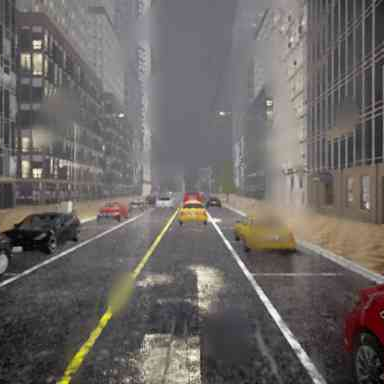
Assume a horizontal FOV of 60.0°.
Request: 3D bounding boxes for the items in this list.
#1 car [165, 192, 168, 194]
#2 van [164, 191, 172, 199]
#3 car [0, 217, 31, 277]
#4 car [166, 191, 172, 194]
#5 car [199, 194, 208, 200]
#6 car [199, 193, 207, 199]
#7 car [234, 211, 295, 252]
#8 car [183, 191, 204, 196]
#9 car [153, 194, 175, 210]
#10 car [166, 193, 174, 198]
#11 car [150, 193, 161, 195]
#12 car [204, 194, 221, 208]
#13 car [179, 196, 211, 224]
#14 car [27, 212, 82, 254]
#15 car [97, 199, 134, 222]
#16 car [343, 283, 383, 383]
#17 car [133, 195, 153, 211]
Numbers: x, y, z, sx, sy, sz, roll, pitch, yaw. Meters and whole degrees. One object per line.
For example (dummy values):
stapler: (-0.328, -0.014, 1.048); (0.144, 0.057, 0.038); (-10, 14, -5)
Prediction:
car: (-5.754, 1.167, 58.573); (1.802, 1.307, 4.206); (0, 0, 0)
van: (-5.779, 0.754, 81.340); (1.690, 1.788, 3.998); (0, 0, 0)
car: (-5.696, 1.501, 7.344); (2.008, 1.369, 4.403); (0, 0, 0)
car: (-5.773, 0.896, 75.648); (1.967, 1.590, 4.097); (0, 0, 0)
car: (2.607, 1.039, 75.644); (1.802, 1.307, 4.206); (0, 0, 0)
car: (2.600, 0.937, 81.506); (1.752, 1.417, 4.829); (0, 0, 0)
car: (2.678, 1.436, 13.203); (1.752, 1.417, 4.829); (0, 0, 0)
car: (0.056, 0.941, 40.657); (2.150, 2.045, 5.566); (0, 1, 0)
car: (-3.113, 1.258, 38.384); (1.812, 1.442, 4.674); (0, 0, 0)
car: (-5.787, 0.935, 87.034); (1.947, 1.339, 4.313); (0, 0, 0)
car: (-5.741, 1.214, 47.189); (1.887, 1.381, 4.507); (0, 0, 0)
car: (2.646, 1.277, 41.494); (1.947, 1.339, 4.313); (0, 0, 0)
car: (0.073, 1.299, 22.892); (1.801, 1.575, 5.366); (0, 0, 0)
car: (-5.703, 1.477, 13.037); (1.947, 1.339, 4.313); (0, 0, 0)
car: (-5.715, 1.414, 24.419); (1.802, 1.307, 4.206); (0, 0, 0)
car: (2.692, 1.304, 1.648); (2.192, 1.841, 5.009); (0, 0, 0)
car: (-5.729, 1.302, 35.805); (2.008, 1.369, 4.403); (0, 0, 0)
